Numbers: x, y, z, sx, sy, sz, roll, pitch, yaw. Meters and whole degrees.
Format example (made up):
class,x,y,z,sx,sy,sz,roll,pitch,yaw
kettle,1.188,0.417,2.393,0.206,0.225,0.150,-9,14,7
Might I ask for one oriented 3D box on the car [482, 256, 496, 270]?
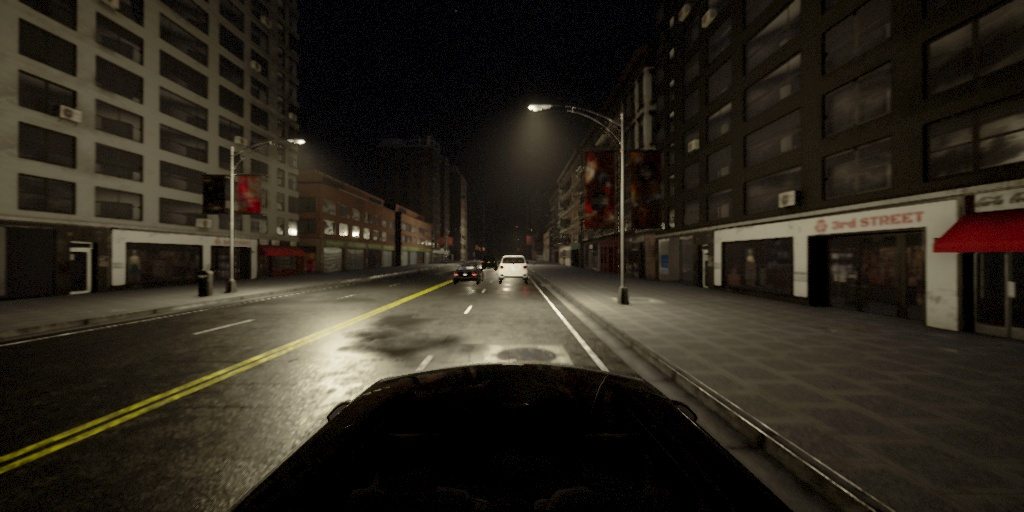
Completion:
class,x,y,z,sx,sy,sz,roll,pitch,yaw
car,-3.133,0.971,51.263,2.150,2.045,5.566,0,0,0

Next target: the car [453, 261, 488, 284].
class,x,y,z,sx,sy,sz,roll,pitch,yaw
car,-3.140,1.299,26.560,2.033,1.411,5.357,0,0,0

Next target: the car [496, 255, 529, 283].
class,x,y,z,sx,sy,sz,roll,pitch,yaw
car,0.110,0.973,27.820,2.150,2.045,5.566,0,0,0
